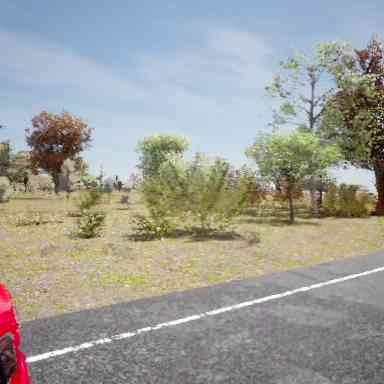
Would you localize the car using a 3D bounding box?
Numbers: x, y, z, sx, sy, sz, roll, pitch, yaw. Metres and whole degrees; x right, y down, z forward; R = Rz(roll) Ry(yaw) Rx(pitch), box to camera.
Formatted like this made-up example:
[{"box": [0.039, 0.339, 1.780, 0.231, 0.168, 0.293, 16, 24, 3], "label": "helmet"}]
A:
[{"box": [-3.687, 1.202, 1.224, 5.566, 2.045, 2.150, 1, 0, -35], "label": "car"}]
